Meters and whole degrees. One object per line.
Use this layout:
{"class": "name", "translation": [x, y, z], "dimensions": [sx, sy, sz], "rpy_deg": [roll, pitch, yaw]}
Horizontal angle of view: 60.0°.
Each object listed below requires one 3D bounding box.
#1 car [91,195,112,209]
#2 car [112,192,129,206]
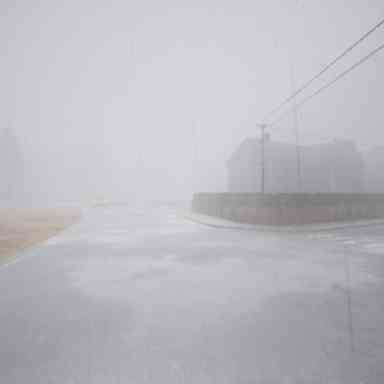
{"class": "car", "translation": [-11.706, 1.332, 42.046], "dimensions": [1.882, 1.535, 5.008], "rpy_deg": [0, 0, -19]}
{"class": "car", "translation": [-11.156, 1.073, 50.917], "dimensions": [2.150, 2.045, 5.566], "rpy_deg": [0, 0, -24]}
